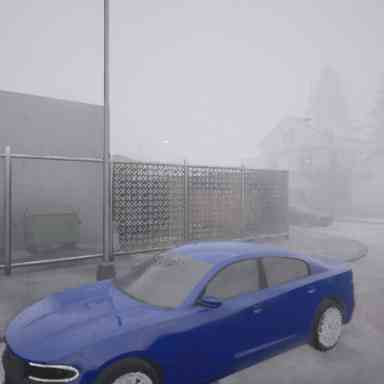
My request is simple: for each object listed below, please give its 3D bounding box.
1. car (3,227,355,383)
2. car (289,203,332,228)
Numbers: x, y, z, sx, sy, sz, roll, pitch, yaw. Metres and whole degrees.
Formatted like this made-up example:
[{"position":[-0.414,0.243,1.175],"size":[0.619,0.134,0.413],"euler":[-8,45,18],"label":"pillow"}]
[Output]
[{"position":[0.234,1.477,4.640],"size":[5.008,1.535,1.882],"euler":[0,0,-34],"label":"car"},{"position":[6.678,1.478,21.843],"size":[1.882,1.535,5.008],"euler":[0,0,-35],"label":"car"}]
